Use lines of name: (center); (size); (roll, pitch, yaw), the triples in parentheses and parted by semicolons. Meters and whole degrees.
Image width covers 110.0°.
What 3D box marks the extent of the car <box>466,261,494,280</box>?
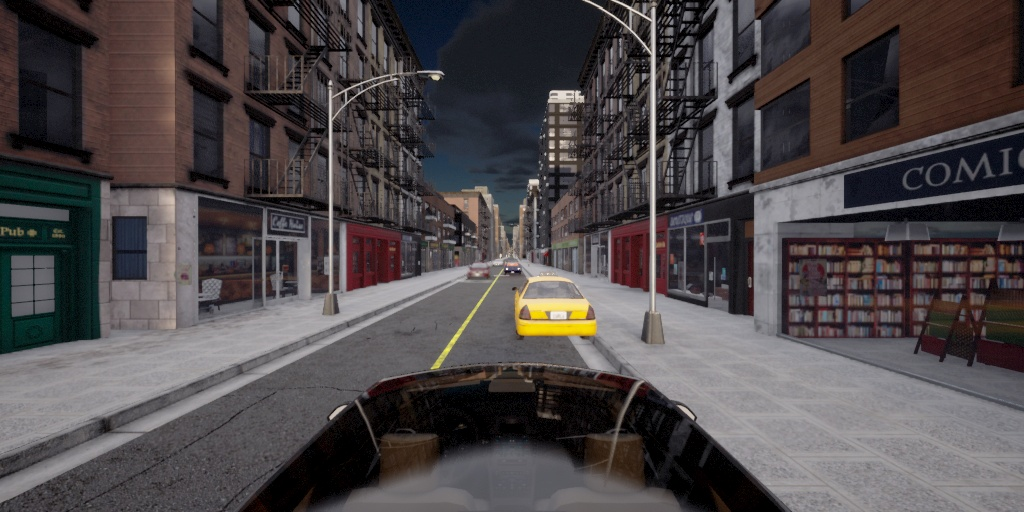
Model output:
car: (-2.839, 1.288, 31.706); (1.812, 1.442, 4.674); (0, 0, 0)

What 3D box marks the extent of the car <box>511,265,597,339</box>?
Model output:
car: (0.965, 1.206, 9.991); (1.801, 1.575, 5.366); (0, 0, 0)

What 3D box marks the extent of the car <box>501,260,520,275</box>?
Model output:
car: (0.089, 1.373, 39.079); (1.895, 1.301, 4.718); (0, 0, 0)
